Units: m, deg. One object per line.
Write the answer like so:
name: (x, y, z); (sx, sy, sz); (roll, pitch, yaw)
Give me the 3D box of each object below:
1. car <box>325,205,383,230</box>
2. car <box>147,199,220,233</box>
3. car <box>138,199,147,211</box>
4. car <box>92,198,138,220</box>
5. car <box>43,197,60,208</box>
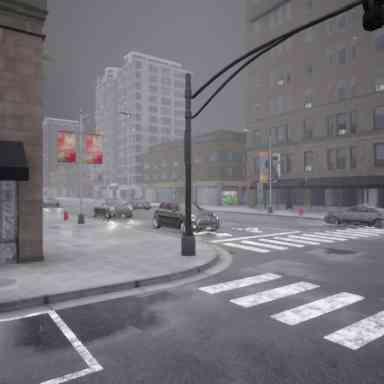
car: (10.728, 1.539, 21.135); (1.994, 1.385, 4.181); (0, 1, -43)
car: (-0.430, 1.332, 19.337); (2.097, 1.767, 4.553); (0, 0, -36)
car: (-6.770, 1.487, 39.563); (2.033, 1.411, 5.357); (0, 0, -36)
car: (-6.743, 1.319, 28.077); (2.097, 1.767, 4.553); (0, 0, -36)
car: (-19.665, 1.437, 46.082); (1.837, 1.490, 4.892); (0, 0, -35)
